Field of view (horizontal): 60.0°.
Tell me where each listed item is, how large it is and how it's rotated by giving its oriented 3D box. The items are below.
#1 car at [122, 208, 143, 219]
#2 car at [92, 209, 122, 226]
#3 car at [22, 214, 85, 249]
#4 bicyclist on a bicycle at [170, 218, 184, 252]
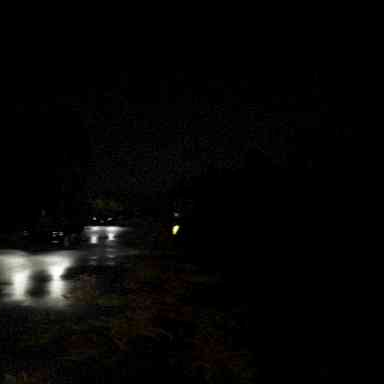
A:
[{"bbox_3d":[-8.562,2.785,44.577,2.033,1.411,5.357,4,-2,-40],"label":"car"},{"bbox_3d":[-8.103,2.399,31.577,1.812,1.442,4.674,2,-2,-5],"label":"car"},{"bbox_3d":[-6.831,1.865,16.876,1.882,1.535,5.008,2,-3,-5],"label":"car"},{"bbox_3d":[-0.187,2.009,15.402,1.656,1.620,0.582,2,-2,-5],"label":"bicyclist on a bicycle"}]
